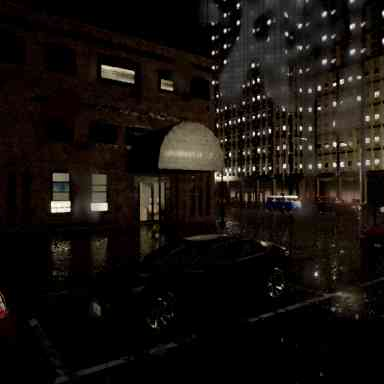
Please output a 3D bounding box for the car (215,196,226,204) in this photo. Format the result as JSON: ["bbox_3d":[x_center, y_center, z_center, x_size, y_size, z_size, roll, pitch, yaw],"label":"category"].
[{"bbox_3d":[4.099,1.437,59.417,1.752,1.417,4.829,0,0,-35],"label":"car"}]

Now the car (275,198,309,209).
[{"bbox_3d":[13.689,1.514,45.632,1.802,1.307,4.206,0,0,-35],"label":"car"}]

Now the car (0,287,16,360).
[{"bbox_3d":[-4.268,1.440,3.526,4.097,1.590,1.967,0,0,-35],"label":"car"}]

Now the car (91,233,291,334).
[{"bbox_3d":[0.199,1.565,6.774,4.313,1.339,1.947,0,0,-35],"label":"car"}]

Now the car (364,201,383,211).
[{"bbox_3d":[20.017,1.499,36.535,2.008,1.369,4.403,0,0,-35],"label":"car"}]

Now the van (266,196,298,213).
[{"bbox_3d":[9.972,1.326,36.297,1.690,1.788,3.998,0,0,-35],"label":"van"}]

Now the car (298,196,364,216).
[{"bbox_3d":[13.136,1.308,31.748,2.192,1.841,5.009,0,0,-35],"label":"car"}]

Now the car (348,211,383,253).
[{"bbox_3d":[8.045,1.543,12.440,4.507,1.381,1.887,0,0,-35],"label":"car"}]
